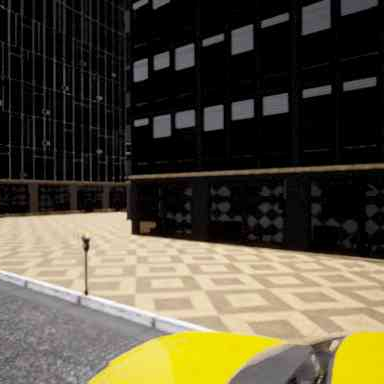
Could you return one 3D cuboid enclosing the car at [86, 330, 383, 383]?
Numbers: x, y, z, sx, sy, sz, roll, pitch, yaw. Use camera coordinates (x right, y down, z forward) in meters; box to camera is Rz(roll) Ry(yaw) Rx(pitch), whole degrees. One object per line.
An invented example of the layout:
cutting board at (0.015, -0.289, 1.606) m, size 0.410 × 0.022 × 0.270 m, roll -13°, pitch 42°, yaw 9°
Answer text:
car at (1.252, 1.525, 1.989) m, size 4.829 × 1.417 × 1.752 m, roll 0°, pitch 0°, yaw 35°
